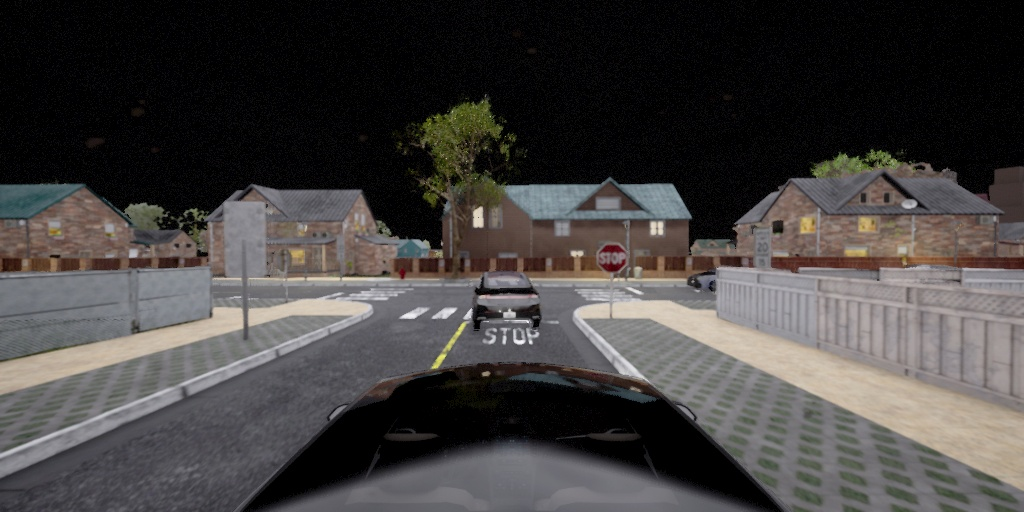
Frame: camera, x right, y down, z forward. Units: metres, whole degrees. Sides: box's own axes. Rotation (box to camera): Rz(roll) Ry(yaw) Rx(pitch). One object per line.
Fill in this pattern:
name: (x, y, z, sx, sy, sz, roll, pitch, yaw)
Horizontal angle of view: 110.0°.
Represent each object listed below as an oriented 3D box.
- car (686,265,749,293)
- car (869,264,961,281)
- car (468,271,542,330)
car: (11.879, 1.212, 19.569, 4.181, 1.385, 1.994, 0, 2, 1)
car: (22.077, 1.171, 19.290, 4.674, 1.442, 1.812, 0, 2, 1)
car: (-0.305, 1.216, 11.077, 2.128, 1.511, 4.902, 0, 0, -6)
